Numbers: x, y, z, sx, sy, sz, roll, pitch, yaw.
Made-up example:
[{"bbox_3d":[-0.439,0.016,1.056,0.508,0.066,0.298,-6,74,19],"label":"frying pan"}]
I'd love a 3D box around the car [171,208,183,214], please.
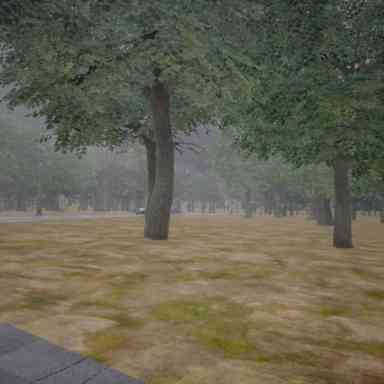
[{"bbox_3d":[-3.874,3.967,69.944,2.033,1.411,5.357,0,-3,28],"label":"car"}]

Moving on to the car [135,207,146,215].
[{"bbox_3d":[-8.510,3.563,61.203,1.812,1.442,4.674,0,-3,29],"label":"car"}]
